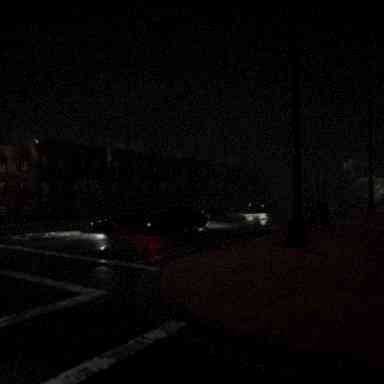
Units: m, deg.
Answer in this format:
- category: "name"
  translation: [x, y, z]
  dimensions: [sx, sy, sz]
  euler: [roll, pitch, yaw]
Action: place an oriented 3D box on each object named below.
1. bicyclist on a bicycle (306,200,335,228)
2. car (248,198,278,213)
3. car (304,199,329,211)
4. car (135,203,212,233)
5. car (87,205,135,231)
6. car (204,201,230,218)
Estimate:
- category: "bicyclist on a bicycle"
  translation: [7.421, 1.296, 19.332]
  dimensions: [1.656, 1.620, 0.582]
  euler: [-1, -1, 37]
- category: "car"
  translation: [8.311, 1.493, 38.815]
  dimensions: [2.097, 1.767, 4.553]
  euler: [-1, -1, 37]
- category: "car"
  translation: [16.283, 1.639, 43.385]
  dimensions: [2.033, 1.411, 5.357]
  euler: [-1, -1, 37]
- category: "car"
  translation: [-0.986, 1.619, 20.394]
  dimensions: [1.812, 1.442, 4.674]
  euler: [-1, -1, 38]
- category: "car"
  translation: [-4.507, 1.647, 21.725]
  dimensions: [1.837, 1.490, 4.892]
  euler: [-1, -1, 37]
- category: "car"
  translation: [1.569, 1.620, 29.832]
  dimensions: [1.882, 1.535, 5.008]
  euler: [-1, -1, 37]
